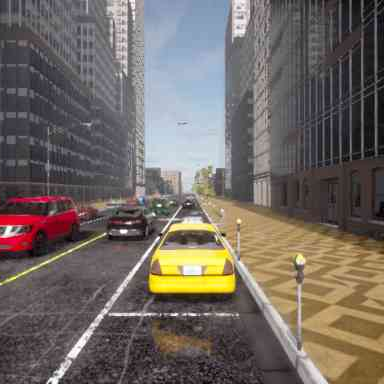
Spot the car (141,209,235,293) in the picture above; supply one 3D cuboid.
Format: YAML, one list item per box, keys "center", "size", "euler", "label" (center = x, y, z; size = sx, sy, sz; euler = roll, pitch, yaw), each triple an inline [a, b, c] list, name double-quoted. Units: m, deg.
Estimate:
- center: [0.004, 1.456, 8.839]
  size: [1.801, 1.575, 5.366]
  euler: [0, 0, 0]
  label: "car"

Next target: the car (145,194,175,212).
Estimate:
- center: [-3.147, 1.341, 33.848]
  size: [2.097, 1.767, 4.553]
  euler: [0, 0, 0]
  label: "car"

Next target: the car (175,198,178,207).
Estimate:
- center: [-3.047, 1.541, 51.287]
  size: [1.994, 1.385, 4.181]
  euler: [0, 0, 0]
  label: "car"

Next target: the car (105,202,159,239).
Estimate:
- center: [-3.044, 1.502, 17.223]
  size: [1.837, 1.490, 4.892]
  euler: [0, 0, 0]
  label: "car"

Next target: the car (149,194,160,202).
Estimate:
- center: [-8.832, 1.391, 78.413]
  size: [1.967, 1.590, 4.097]
  euler: [0, 0, 0]
  label: "car"

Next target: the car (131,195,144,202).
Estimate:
- center: [-8.833, 1.523, 49.953]
  size: [1.887, 1.381, 4.507]
  euler: [0, 0, 0]
  label: "car"

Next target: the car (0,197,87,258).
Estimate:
- center: [-6.245, 1.220, 13.154]
  size: [2.150, 2.045, 5.566]
  euler: [0, 0, 0]
  label: "car"

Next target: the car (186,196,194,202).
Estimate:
- center: [-0.452, 1.533, 78.399]
  size: [1.802, 1.307, 4.206]
  euler: [0, 0, 0]
  label: "car"

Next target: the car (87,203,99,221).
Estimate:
- center: [-8.833, 1.575, 27.183]
  size: [1.802, 1.307, 4.206]
  euler: [0, 0, 0]
  label: "car"

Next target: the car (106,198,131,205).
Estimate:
- center: [-8.833, 1.537, 38.569]
  size: [2.008, 1.369, 4.403]
  euler: [0, 0, 0]
  label: "car"

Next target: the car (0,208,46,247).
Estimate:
- center: [-8.833, 1.563, 15.800]
  size: [1.947, 1.339, 4.313]
  euler: [0, 0, 0]
  label: "car"

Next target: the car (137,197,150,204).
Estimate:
- center: [-8.833, 1.550, 61.338]
  size: [1.802, 1.307, 4.206]
  euler: [0, 0, 0]
  label: "car"

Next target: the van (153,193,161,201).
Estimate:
- center: [-8.832, 1.285, 84.106]
  size: [1.690, 1.788, 3.998]
  euler: [0, 0, 0]
  label: "van"

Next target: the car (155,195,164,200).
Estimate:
- center: [-8.833, 1.504, 89.799]
  size: [1.947, 1.339, 4.313]
  euler: [0, 0, 0]
  label: "car"

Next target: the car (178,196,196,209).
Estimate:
- center: [-0.452, 1.548, 44.248]
  size: [1.947, 1.339, 4.313]
  euler: [0, 0, 0]
  label: "car"
